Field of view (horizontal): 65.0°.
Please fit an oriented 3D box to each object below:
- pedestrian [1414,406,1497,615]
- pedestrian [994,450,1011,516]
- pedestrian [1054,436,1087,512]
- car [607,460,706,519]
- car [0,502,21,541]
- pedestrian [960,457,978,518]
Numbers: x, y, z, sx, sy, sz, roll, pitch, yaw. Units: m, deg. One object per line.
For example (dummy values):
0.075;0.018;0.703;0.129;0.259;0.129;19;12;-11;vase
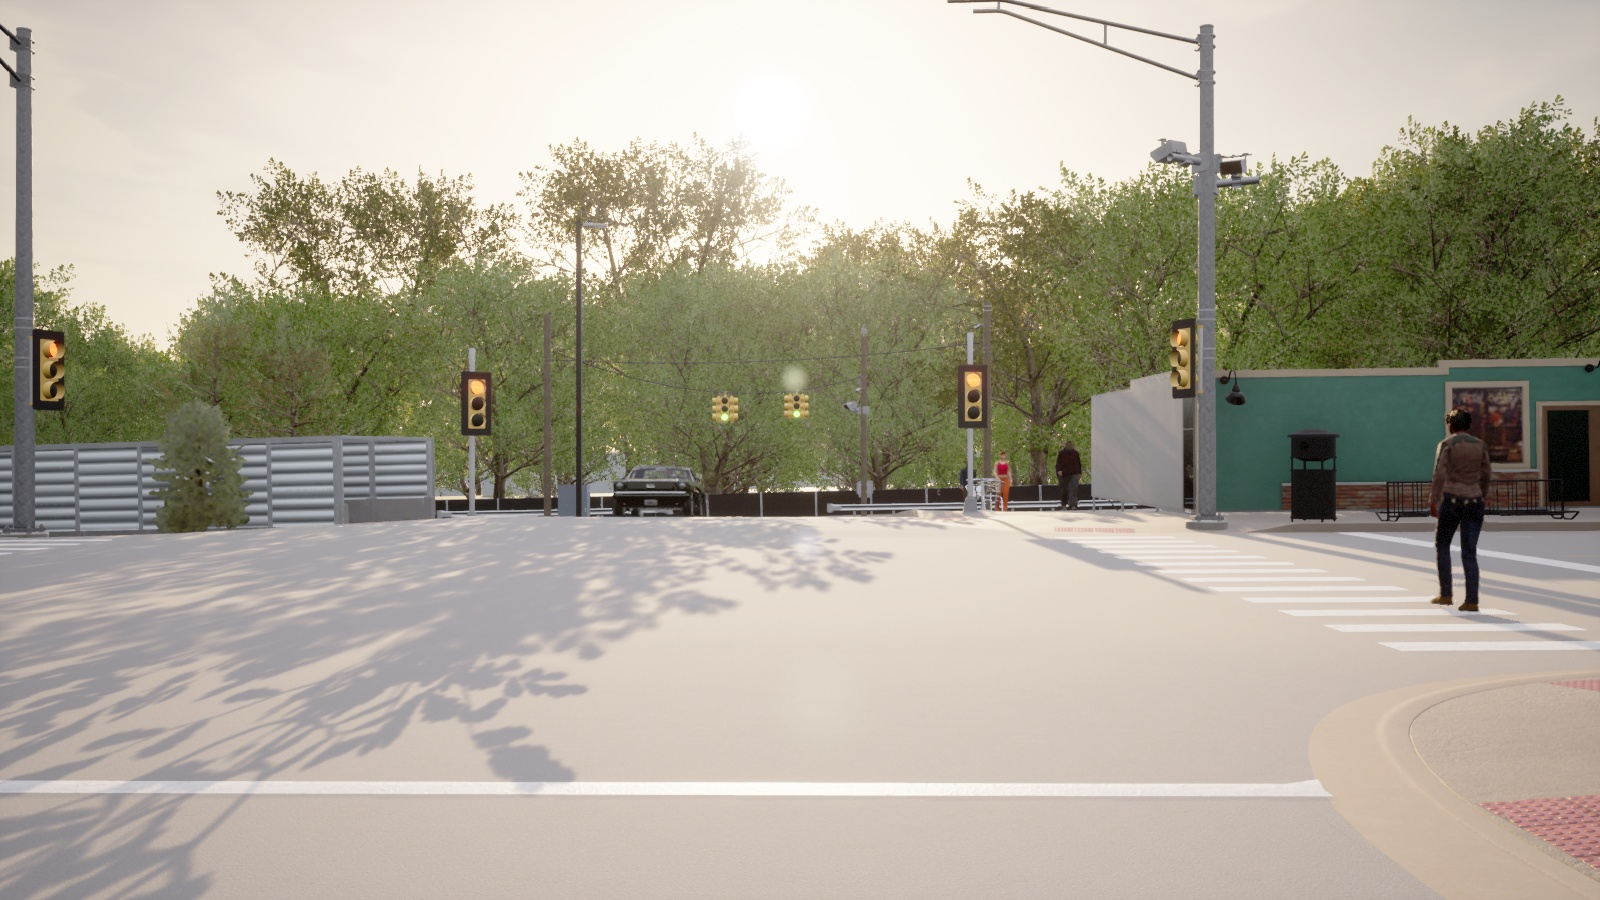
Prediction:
5.880;0.521;11.289;0.328;1.805;0.869;0;0;3;pedestrian
5.690;0.912;35.257;0.345;1.836;0.594;0;0;-3;pedestrian
6.621;0.574;30.763;0.634;1.844;0.899;0;0;0;pedestrian
-3.443;1.023;31.032;1.895;1.301;4.718;0;-4;0;car
-40.225;3.468;60.149;4.553;1.767;2.097;-1;0;3;car
5.127;1.132;38.037;0.402;1.842;0.726;0;0;-4;pedestrian
